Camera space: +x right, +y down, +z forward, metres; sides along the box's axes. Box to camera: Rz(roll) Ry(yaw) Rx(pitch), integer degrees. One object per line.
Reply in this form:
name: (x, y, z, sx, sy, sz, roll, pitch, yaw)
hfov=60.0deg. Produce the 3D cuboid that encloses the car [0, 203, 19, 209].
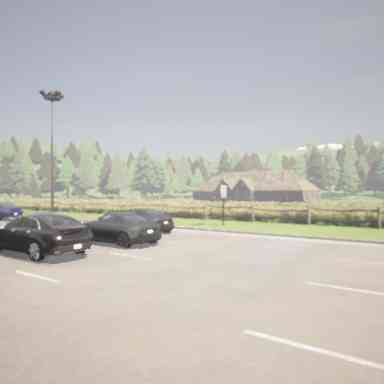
car: (-16.228, 1.665, 28.441, 4.674, 1.442, 1.812, 0, 0, 35)

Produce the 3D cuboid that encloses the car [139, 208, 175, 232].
car: (-3.022, 1.627, 19.040, 4.181, 1.385, 1.994, 0, 0, 36)

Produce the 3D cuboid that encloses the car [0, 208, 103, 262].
car: (-5.735, 1.560, 12.377, 4.892, 1.490, 1.837, 0, 0, 36)

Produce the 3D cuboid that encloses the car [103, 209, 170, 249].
car: (-3.366, 1.617, 14.986, 4.181, 1.385, 1.994, 0, 0, 36)
